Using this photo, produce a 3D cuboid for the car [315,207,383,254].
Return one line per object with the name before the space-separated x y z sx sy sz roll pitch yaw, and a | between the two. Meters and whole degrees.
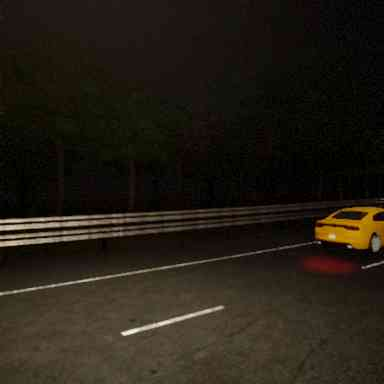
car | 6.848 1.334 12.897 5.008 1.535 1.882 -1 1 -35
